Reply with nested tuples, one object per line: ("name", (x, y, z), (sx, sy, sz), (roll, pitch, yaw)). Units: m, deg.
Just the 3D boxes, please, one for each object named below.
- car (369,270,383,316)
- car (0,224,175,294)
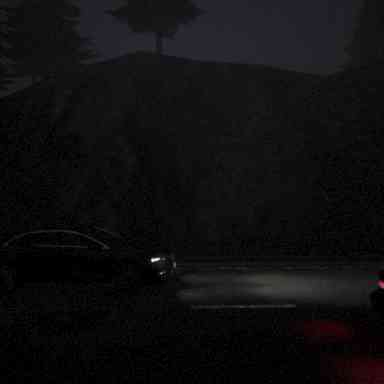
("car", (5.668, 1.567, 5.030), (5.357, 1.411, 2.033), (0, -1, -2))
("car", (-2.899, 1.590, 8.496), (4.902, 1.511, 2.128), (0, -1, 2))
